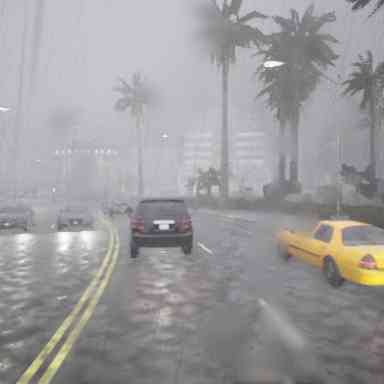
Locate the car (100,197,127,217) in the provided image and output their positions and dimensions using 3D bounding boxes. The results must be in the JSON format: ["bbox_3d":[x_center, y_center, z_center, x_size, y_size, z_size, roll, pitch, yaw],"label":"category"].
[{"bbox_3d":[-6.807,1.413,29.913,2.128,1.511,4.902,0,0,-24],"label":"car"}]

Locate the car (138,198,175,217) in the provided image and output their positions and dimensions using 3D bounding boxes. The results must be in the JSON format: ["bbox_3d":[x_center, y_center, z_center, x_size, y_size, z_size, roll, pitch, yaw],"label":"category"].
[{"bbox_3d":[-3.518,1.409,31.895,1.837,1.490,4.892,0,1,-28],"label":"car"}]

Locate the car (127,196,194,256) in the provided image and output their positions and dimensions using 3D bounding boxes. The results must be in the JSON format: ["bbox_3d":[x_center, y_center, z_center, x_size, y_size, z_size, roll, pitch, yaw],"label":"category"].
[{"bbox_3d":[-1.373,1.182,13.155,2.150,2.045,5.566,0,0,-11],"label":"car"}]

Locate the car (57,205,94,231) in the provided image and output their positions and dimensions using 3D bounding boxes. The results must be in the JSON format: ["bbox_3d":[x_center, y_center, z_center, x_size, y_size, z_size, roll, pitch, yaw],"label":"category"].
[{"bbox_3d":[-7.077,1.519,20.424,1.994,1.385,4.181,0,0,-18],"label":"car"}]

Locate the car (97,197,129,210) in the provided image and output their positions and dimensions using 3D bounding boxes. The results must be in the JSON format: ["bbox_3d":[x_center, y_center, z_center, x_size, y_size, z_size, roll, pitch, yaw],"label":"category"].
[{"bbox_3d":[-10.244,1.382,42.722,2.128,1.511,4.902,0,0,-38],"label":"car"}]

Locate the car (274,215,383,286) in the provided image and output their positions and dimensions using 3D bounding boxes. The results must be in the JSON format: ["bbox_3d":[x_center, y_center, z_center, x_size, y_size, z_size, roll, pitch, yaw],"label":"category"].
[{"bbox_3d":[3.943,1.410,9.255,1.801,1.575,5.366,0,0,-7],"label":"car"}]

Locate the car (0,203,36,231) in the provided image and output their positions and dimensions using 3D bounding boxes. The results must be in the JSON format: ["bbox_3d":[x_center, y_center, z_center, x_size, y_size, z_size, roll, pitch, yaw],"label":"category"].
[{"bbox_3d":[-10.555,1.473,19.899,1.837,1.490,4.892,0,0,-19],"label":"car"}]
